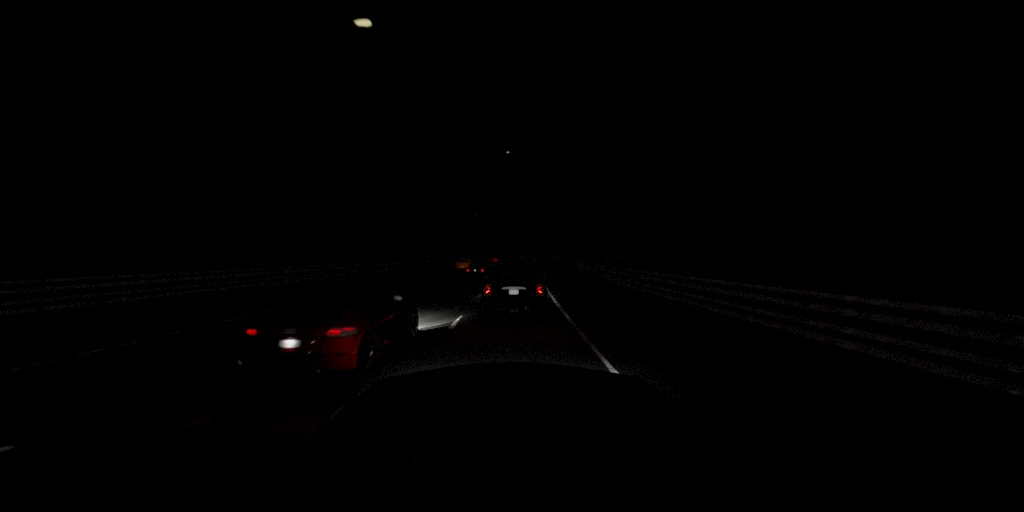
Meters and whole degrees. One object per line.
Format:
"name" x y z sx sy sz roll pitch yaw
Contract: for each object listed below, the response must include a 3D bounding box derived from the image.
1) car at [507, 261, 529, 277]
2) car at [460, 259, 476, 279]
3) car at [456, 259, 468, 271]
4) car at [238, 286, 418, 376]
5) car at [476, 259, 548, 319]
"car" 0.621 1.270 35.730 1.994 1.385 4.181 0 0 2
"car" -2.972 1.258 32.347 2.033 1.411 5.357 0 0 2
"car" -5.942 1.141 46.096 1.882 1.535 5.008 0 0 2
"car" -3.378 1.311 7.482 1.994 1.385 4.181 0 0 0
"car" 0.081 1.098 12.885 2.097 1.767 4.553 0 0 1
